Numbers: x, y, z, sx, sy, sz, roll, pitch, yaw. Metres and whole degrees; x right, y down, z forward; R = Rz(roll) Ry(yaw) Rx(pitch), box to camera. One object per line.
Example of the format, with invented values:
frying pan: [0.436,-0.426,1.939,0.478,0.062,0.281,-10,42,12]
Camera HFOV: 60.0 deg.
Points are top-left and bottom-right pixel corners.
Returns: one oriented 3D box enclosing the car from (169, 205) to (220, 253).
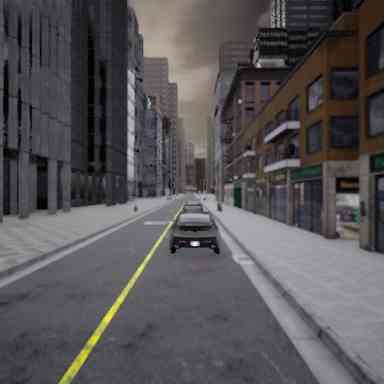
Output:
car: [0.102,1.513,13.756,1.837,1.490,4.892,0,0,0]

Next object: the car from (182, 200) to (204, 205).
car: [0.105,1.525,32.035,2.128,1.511,4.902,0,0,0]
